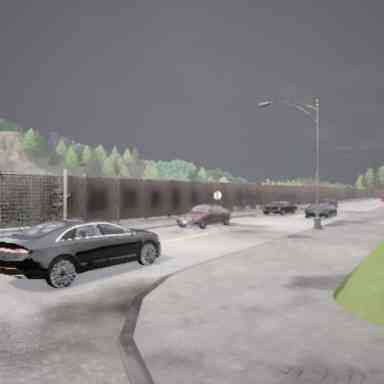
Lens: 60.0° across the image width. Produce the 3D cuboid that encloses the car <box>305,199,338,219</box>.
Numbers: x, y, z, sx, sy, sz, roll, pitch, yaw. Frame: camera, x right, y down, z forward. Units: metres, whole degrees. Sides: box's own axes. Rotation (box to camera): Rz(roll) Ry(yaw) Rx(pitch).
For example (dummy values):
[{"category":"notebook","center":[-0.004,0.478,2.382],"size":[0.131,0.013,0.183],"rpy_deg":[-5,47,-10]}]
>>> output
[{"category":"car","center":[11.593,1.565,29.717],"size":[1.994,1.385,4.181],"rpy_deg":[0,0,35]}]

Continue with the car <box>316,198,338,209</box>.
[{"category":"car","center":[19.277,1.623,47.432],"size":[1.895,1.301,4.718],"rpy_deg":[0,0,35]}]

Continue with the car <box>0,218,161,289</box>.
[{"category":"car","center":[-2.901,1.486,9.325],"size":[2.128,1.511,4.902],"rpy_deg":[0,0,35]}]

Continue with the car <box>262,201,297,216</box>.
[{"category":"car","center":[8.610,1.597,32.592],"size":[1.895,1.301,4.718],"rpy_deg":[0,0,35]}]

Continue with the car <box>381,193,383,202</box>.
[{"category":"car","center":[44.926,1.239,76.612],"size":[2.150,2.045,5.566],"rpy_deg":[0,0,35]}]

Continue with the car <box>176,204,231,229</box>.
[{"category":"car","center":[0.885,1.519,21.694],"size":[1.812,1.442,4.674],"rpy_deg":[0,0,35]}]
